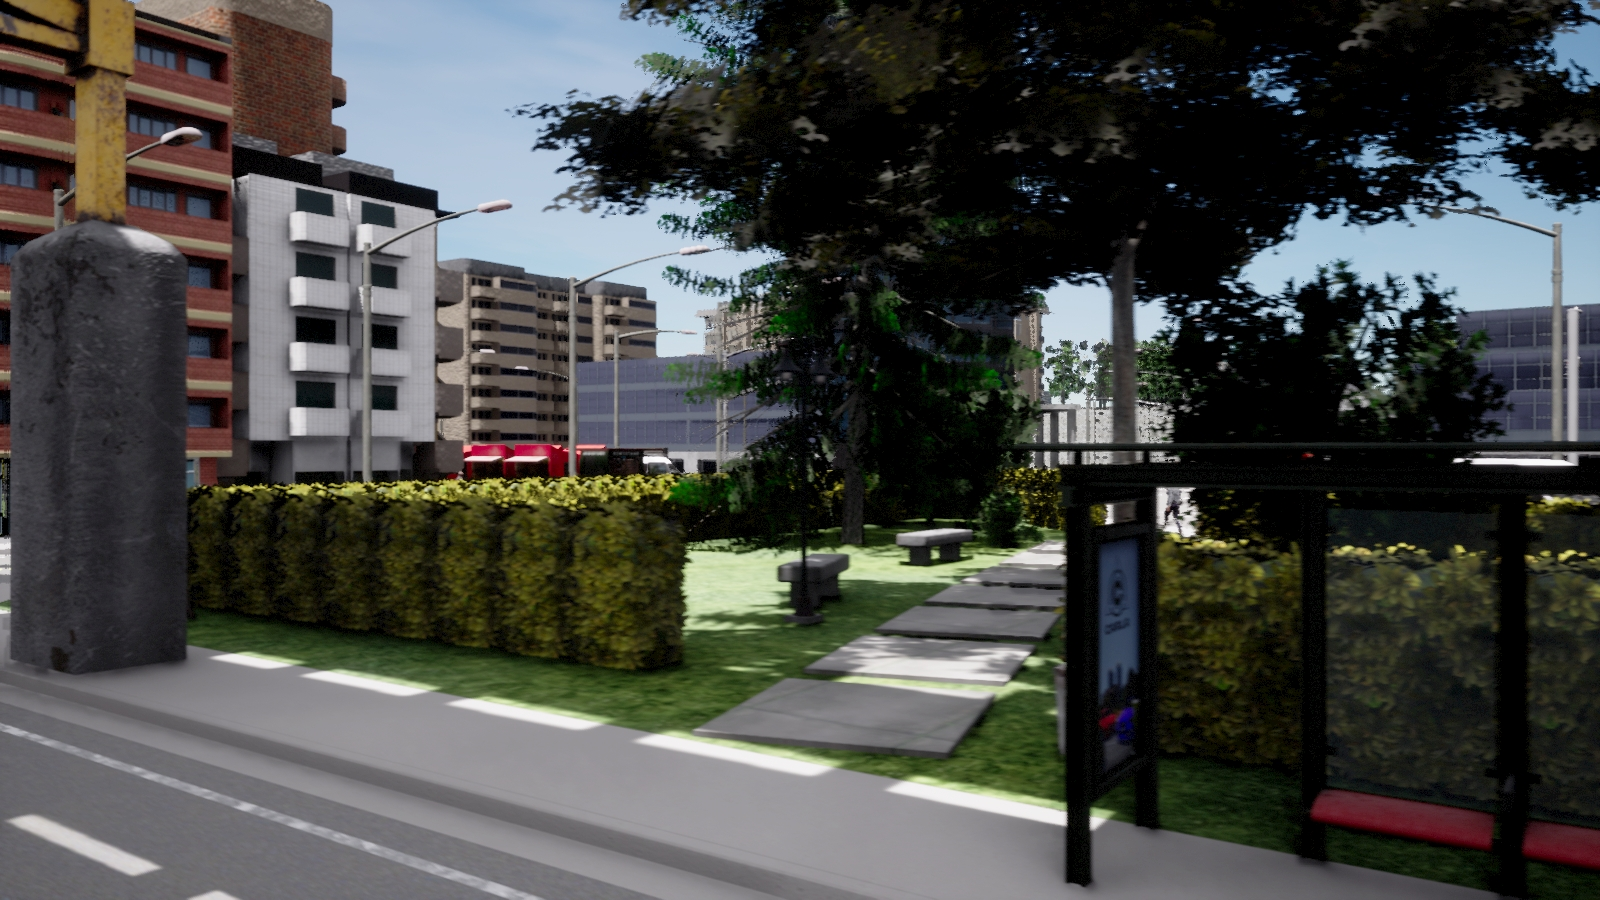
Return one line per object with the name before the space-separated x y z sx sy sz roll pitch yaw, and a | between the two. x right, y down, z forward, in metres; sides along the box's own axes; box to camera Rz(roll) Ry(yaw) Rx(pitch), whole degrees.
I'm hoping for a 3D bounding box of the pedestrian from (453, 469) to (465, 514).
pedestrian | -14.368 1.742 48.163 0.375 1.860 0.375 0 0 44
